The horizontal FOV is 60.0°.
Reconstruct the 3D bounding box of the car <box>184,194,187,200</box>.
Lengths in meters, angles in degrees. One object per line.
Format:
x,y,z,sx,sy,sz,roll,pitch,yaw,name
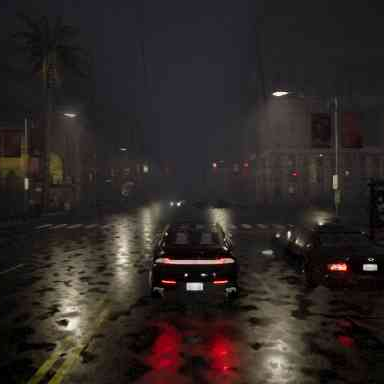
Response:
-2.713,1.355,91.427,2.097,1.767,4.553,0,0,10,car

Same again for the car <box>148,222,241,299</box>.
0.060,1.492,8.425,2.128,1.511,4.902,0,0,0,car

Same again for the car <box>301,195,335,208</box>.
18.260,1.352,48.306,4.553,1.767,2.097,0,0,0,car

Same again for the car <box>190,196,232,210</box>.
2.521,1.547,42.629,5.357,1.411,2.033,0,0,-27,car

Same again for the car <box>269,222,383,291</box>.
3.563,1.547,9.127,2.033,1.411,5.357,0,0,0,car

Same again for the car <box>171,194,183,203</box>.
-3.492,1.595,71.623,1.895,1.301,4.718,0,0,0,car

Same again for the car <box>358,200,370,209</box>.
24.810,1.525,44.791,4.674,1.442,1.812,0,0,0,car

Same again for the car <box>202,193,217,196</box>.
3.584,1.477,68.347,1.882,1.535,5.008,0,0,0,car
